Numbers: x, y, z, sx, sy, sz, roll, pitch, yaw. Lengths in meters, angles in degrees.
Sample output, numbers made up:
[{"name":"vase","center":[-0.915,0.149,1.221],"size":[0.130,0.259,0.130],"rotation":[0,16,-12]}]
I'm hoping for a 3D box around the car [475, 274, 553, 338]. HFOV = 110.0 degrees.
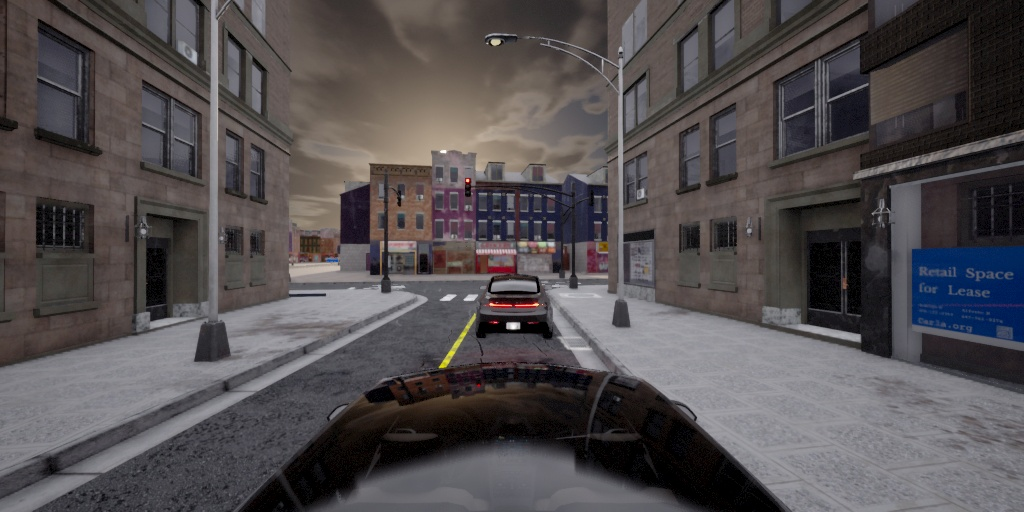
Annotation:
[{"name":"car","center":[0.098,1.255,10.137],"size":[1.837,1.490,4.892],"rotation":[0,0,2]}]
